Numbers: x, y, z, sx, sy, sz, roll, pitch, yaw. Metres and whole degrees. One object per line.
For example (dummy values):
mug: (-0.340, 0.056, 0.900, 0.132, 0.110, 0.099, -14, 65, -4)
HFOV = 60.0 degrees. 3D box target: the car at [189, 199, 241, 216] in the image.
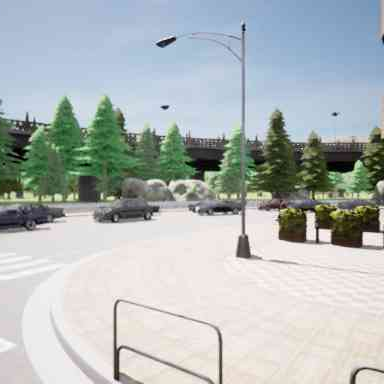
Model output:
car: (2.587, 1.430, 32.029, 4.902, 1.511, 2.128, 0, 0, -30)

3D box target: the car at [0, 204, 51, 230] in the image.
car: (-10.630, 1.538, 18.286, 1.895, 1.301, 4.718, 0, 0, 36)

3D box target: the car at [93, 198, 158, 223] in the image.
car: (-5.166, 1.290, 25.143, 2.097, 1.767, 4.553, 0, 0, 41)

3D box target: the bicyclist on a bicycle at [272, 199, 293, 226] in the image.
bicyclist on a bicycle: (5.440, 1.243, 19.679, 0.582, 1.620, 1.656, 0, 0, -44)

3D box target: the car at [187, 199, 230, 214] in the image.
car: (1.747, 1.501, 35.455, 4.181, 1.385, 1.994, 0, 0, -29)

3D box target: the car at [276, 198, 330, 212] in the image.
car: (12.366, 1.488, 36.179, 5.357, 1.411, 2.033, 0, 0, -12)

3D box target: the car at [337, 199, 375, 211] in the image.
car: (19.801, 1.506, 40.259, 4.181, 1.385, 1.994, 0, 0, 0)

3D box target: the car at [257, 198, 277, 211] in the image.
car: (9.876, 1.465, 38.883, 4.674, 1.442, 1.812, 0, 0, -15)

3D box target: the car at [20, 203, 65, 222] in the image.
car: (-11.503, 1.484, 22.819, 2.033, 1.411, 5.357, 0, 0, 37)
